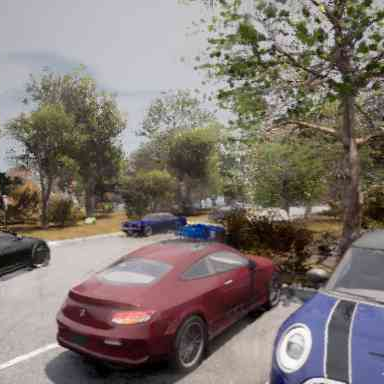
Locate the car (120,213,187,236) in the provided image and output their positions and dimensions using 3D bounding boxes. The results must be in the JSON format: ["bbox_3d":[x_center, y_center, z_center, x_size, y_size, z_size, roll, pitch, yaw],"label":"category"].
[{"bbox_3d":[-2.462,2.096,22.013,1.895,1.301,4.718,-4,-2,36],"label":"car"}]

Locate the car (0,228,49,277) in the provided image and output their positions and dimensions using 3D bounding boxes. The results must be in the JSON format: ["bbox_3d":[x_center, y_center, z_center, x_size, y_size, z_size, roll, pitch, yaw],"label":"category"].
[{"bbox_3d":[-5.766,1.664,9.150,1.994,1.385,4.181,-1,0,8],"label":"car"}]

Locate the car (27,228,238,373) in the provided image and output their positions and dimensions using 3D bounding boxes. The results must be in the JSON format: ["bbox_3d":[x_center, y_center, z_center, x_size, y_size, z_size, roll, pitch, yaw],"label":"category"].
[{"bbox_3d":[-0.001,1.550,5.773,2.002,1.452,4.674,-1,0,35],"label":"car"}]

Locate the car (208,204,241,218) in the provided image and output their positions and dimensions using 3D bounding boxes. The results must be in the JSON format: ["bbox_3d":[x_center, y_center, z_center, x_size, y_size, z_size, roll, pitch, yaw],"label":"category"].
[{"bbox_3d":[3.251,1.877,29.966,1.812,1.442,4.674,-4,-1,36],"label":"car"}]

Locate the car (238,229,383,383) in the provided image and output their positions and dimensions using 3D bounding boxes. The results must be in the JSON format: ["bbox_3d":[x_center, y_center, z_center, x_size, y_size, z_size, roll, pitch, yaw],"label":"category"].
[{"bbox_3d":[2.619,1.354,3.989,2.185,1.767,4.553,-1,0,35],"label":"car"}]
